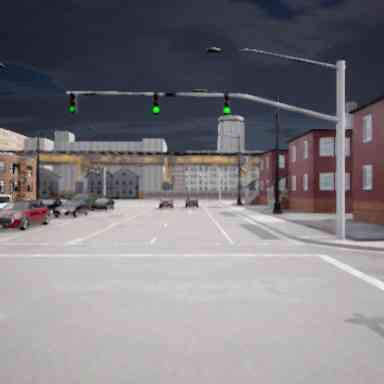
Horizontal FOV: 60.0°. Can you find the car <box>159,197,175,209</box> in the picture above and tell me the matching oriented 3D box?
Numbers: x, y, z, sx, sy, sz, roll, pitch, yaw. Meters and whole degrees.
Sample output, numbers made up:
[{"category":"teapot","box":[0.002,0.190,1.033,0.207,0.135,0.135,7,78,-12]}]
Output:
[{"category":"car","box":[-3.414,1.458,44.648,1.812,1.442,4.674,0,0,0]}]

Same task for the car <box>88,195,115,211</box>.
[{"category":"car","box":[-10.593,1.418,39.951,1.882,1.535,5.008,0,0,0]}]

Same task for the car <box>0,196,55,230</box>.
[{"category":"car","box":[-10.597,1.321,20.561,2.097,1.767,4.553,0,0,0]}]

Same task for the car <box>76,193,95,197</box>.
[{"category":"car","box":[-14.079,1.156,43.607,2.150,2.045,5.566,0,0,0]}]

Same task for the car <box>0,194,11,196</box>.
[{"category":"car","box":[-14.108,1.189,22.395,2.150,2.045,5.566,0,0,0]}]

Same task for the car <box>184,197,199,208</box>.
[{"category":"car","box":[0.016,1.454,47.159,1.812,1.442,4.674,0,0,1]}]

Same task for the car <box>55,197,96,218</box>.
[{"category":"car","box":[-10.607,1.447,29.710,2.128,1.511,4.902,0,0,0]}]

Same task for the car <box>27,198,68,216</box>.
[{"category":"car","box":[-14.105,1.428,32.884,1.882,1.535,5.008,0,0,0]}]
